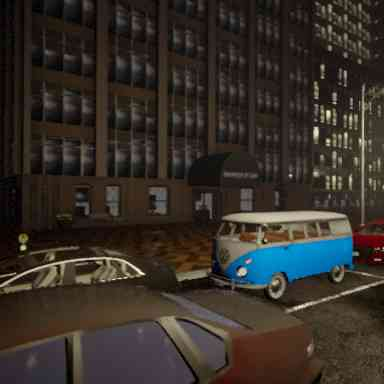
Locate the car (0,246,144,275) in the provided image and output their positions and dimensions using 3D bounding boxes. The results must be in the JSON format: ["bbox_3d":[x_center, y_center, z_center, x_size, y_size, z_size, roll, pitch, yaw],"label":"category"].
[{"bbox_3d":[-2.223,1.560,4.977,4.403,1.369,2.008,1,0,-35],"label":"car"}]

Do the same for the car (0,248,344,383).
[{"bbox_3d":[-1.228,1.551,2.503,5.357,1.411,2.033,1,0,-35],"label":"car"}]

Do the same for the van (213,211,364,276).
[{"bbox_3d":[2.279,1.393,8.177,3.998,1.788,1.690,1,0,-35],"label":"van"}]

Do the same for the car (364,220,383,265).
[{"bbox_3d":[6.780,1.640,11.375,4.507,1.381,1.887,1,0,-35],"label":"car"}]
